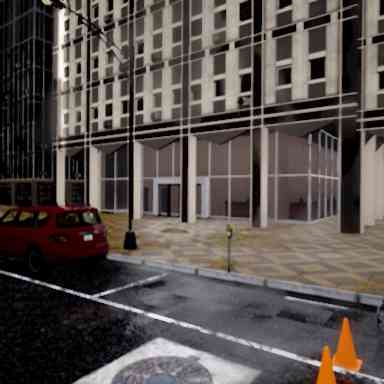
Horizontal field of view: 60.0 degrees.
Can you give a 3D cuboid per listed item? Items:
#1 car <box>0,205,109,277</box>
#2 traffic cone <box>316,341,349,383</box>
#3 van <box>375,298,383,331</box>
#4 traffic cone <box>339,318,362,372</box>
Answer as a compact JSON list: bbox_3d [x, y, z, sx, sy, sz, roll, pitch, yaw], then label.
[{"bbox_3d":[-4.747,1.323,10.409,5.009,1.841,2.192,0,1,36],"label":"car"},{"bbox_3d":[1.439,1.957,3.559,0.340,0.580,0.340,0,0,36],"label":"traffic cone"},{"bbox_3d":[4.486,1.341,3.779,3.998,1.788,1.690,0,1,36],"label":"van"},{"bbox_3d":[2.022,1.957,4.371,0.340,0.580,0.340,0,0,36],"label":"traffic cone"}]
